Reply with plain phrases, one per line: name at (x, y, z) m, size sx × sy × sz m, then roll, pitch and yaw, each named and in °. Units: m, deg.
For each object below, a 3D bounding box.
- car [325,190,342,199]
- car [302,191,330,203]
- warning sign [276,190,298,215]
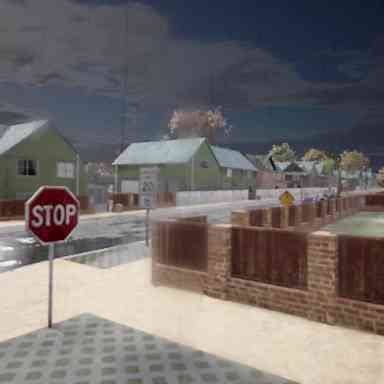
car at (20.411, 0.476, 48.378) m, size 2.097 × 1.767 × 4.553 m, roll 2°, pitch 2°, yaw 35°
car at (14.841, 0.902, 40.404) m, size 1.895 × 1.301 × 4.718 m, roll 2°, pitch 2°, yaw 36°
warning sign at (7.232, 0.782, 25.346) m, size 1.300 × 1.860 × 1.060 m, roll 1°, pitch 0°, yaw 35°
